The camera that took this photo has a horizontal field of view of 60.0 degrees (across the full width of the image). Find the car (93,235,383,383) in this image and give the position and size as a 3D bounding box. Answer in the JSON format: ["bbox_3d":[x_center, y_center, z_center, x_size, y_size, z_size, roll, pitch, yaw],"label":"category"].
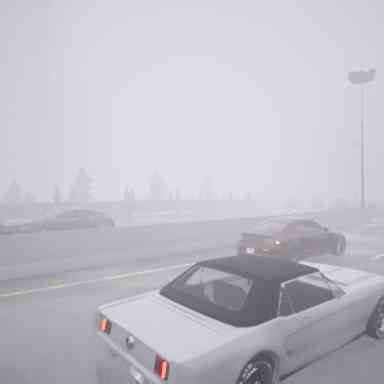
[{"bbox_3d":[1.167,1.617,4.861,4.718,1.301,1.895,0,0,-38],"label":"car"}]

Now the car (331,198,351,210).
[{"bbox_3d":[19.110,1.563,42.648,2.097,1.767,4.553,0,0,27],"label":"car"}]

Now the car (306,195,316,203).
[{"bbox_3d":[29.852,1.797,82.125,2.150,2.045,5.566,0,-1,4],"label":"car"}]

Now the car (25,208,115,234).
[{"bbox_3d":[-6.373,1.583,17.005,4.892,1.490,1.837,0,0,-40],"label":"car"}]

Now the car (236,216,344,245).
[{"bbox_3d":[3.468,1.563,11.350,4.674,1.442,1.812,0,0,-41],"label":"car"}]

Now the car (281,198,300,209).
[{"bbox_3d":[14.647,1.637,49.344,2.097,1.767,4.553,0,-1,25],"label":"car"}]

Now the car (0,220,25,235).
[{"bbox_3d":[-8.477,1.562,10.988,4.892,1.490,1.837,0,0,-36],"label":"car"}]

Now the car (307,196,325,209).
[{"bbox_3d":[19.170,1.794,50.775,1.837,1.490,4.892,0,0,24],"label":"car"}]
